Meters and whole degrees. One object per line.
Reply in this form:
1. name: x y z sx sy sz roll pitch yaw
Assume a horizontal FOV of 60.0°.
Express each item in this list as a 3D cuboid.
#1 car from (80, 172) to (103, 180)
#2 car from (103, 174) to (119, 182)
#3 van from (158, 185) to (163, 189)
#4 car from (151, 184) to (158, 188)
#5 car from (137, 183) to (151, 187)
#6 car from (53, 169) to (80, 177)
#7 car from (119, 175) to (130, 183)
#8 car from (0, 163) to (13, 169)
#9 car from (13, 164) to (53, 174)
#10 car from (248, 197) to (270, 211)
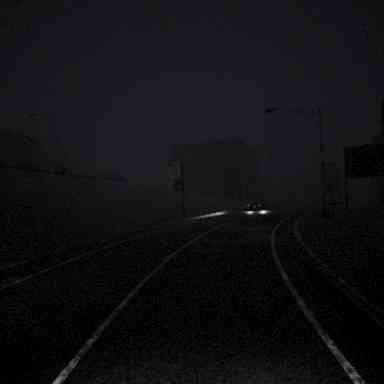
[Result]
1. car: -15.724 -2.092 48.497 2.231 1.521 4.892 -3 -2 15
2. car: -14.341 -2.029 53.962 2.185 1.767 4.553 -3 -3 14
3. van: -9.110 -0.776 81.300 1.878 1.987 4.442 -3 -4 9
4. car: -9.967 -0.841 75.688 2.002 1.452 4.674 -3 -4 9
5. car: -10.895 -1.138 70.231 2.002 1.452 4.674 -3 -3 10
6. car: -17.175 -2.211 43.275 2.002 1.452 4.674 -3 -2 17
7. car: -13.061 -1.939 59.425 2.435 2.045 5.566 -3 -3 13
8. car: -20.532 -2.683 32.549 2.185 1.767 4.553 -3 -2 19
9. car: -18.768 -2.375 37.993 2.163 1.488 4.792 -3 -2 18
10. car: 8.002 1.437 39.670 1.837 1.490 4.892 -3 -2 24
